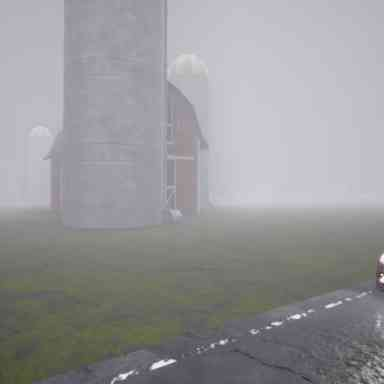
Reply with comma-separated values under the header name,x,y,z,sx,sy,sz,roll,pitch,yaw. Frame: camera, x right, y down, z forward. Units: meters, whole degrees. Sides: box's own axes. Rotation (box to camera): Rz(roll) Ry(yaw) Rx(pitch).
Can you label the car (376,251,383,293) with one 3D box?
name,x,y,z,sx,sy,sz,roll,pitch,yaw
car,6.071,1.344,7.384,4.553,1.767,2.097,0,0,-36
